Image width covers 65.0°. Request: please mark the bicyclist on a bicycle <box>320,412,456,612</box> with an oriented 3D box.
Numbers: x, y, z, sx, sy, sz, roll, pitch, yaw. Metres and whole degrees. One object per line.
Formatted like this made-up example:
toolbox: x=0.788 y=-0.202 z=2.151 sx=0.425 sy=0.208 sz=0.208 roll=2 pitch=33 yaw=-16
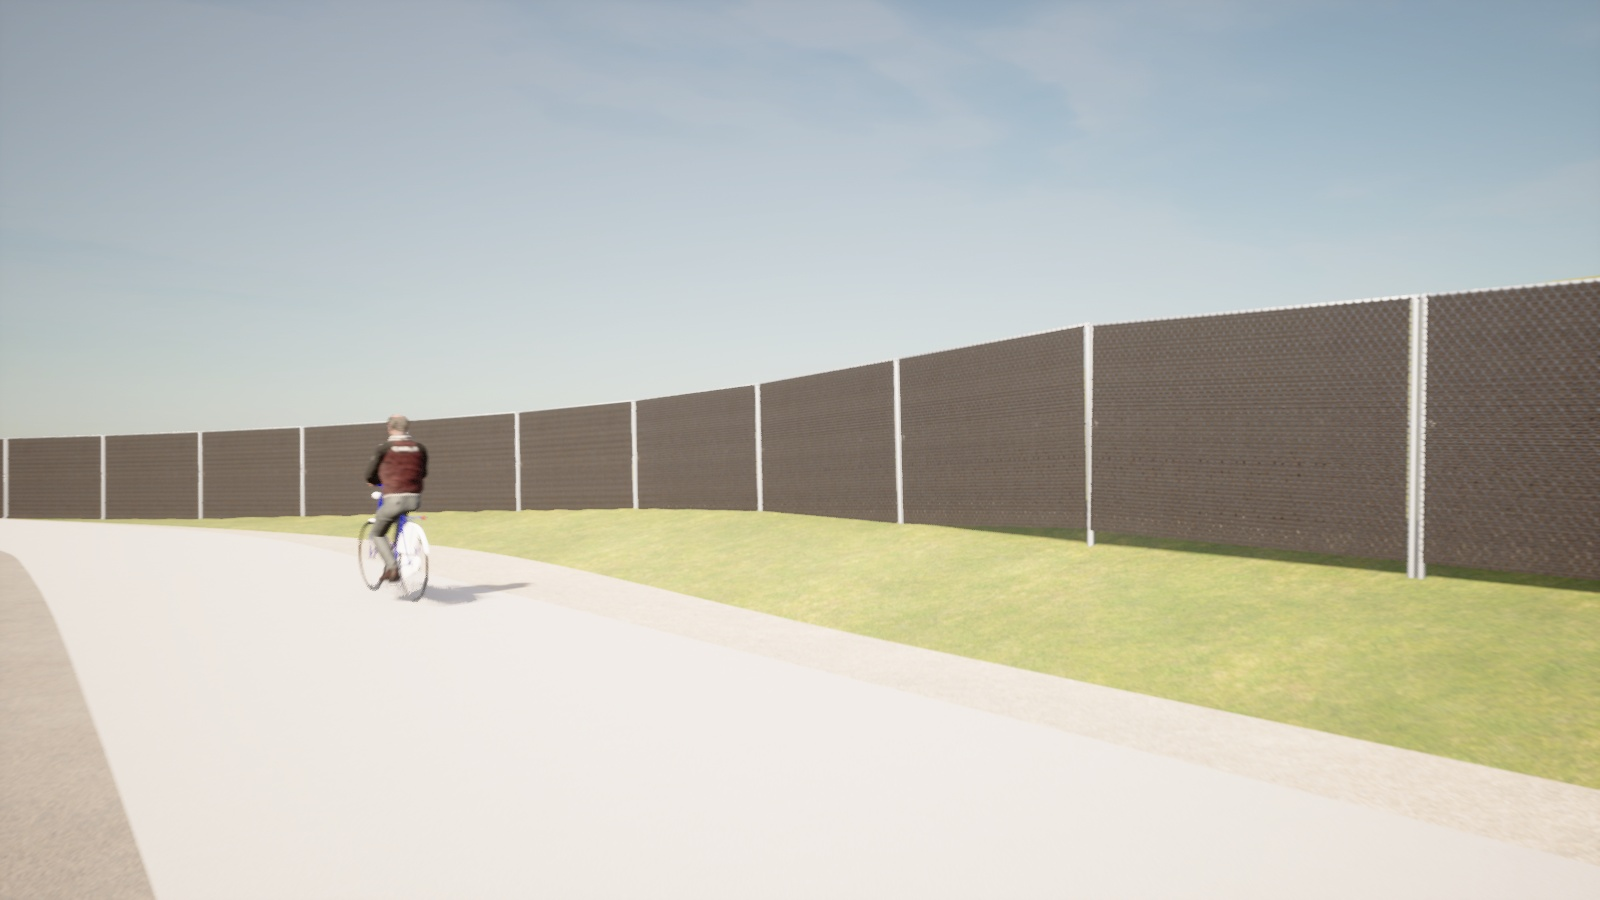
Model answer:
bicyclist on a bicycle: x=-3.989 y=0.538 z=12.086 sx=0.659 sy=1.776 sz=1.843 roll=-1 pitch=1 yaw=-38
